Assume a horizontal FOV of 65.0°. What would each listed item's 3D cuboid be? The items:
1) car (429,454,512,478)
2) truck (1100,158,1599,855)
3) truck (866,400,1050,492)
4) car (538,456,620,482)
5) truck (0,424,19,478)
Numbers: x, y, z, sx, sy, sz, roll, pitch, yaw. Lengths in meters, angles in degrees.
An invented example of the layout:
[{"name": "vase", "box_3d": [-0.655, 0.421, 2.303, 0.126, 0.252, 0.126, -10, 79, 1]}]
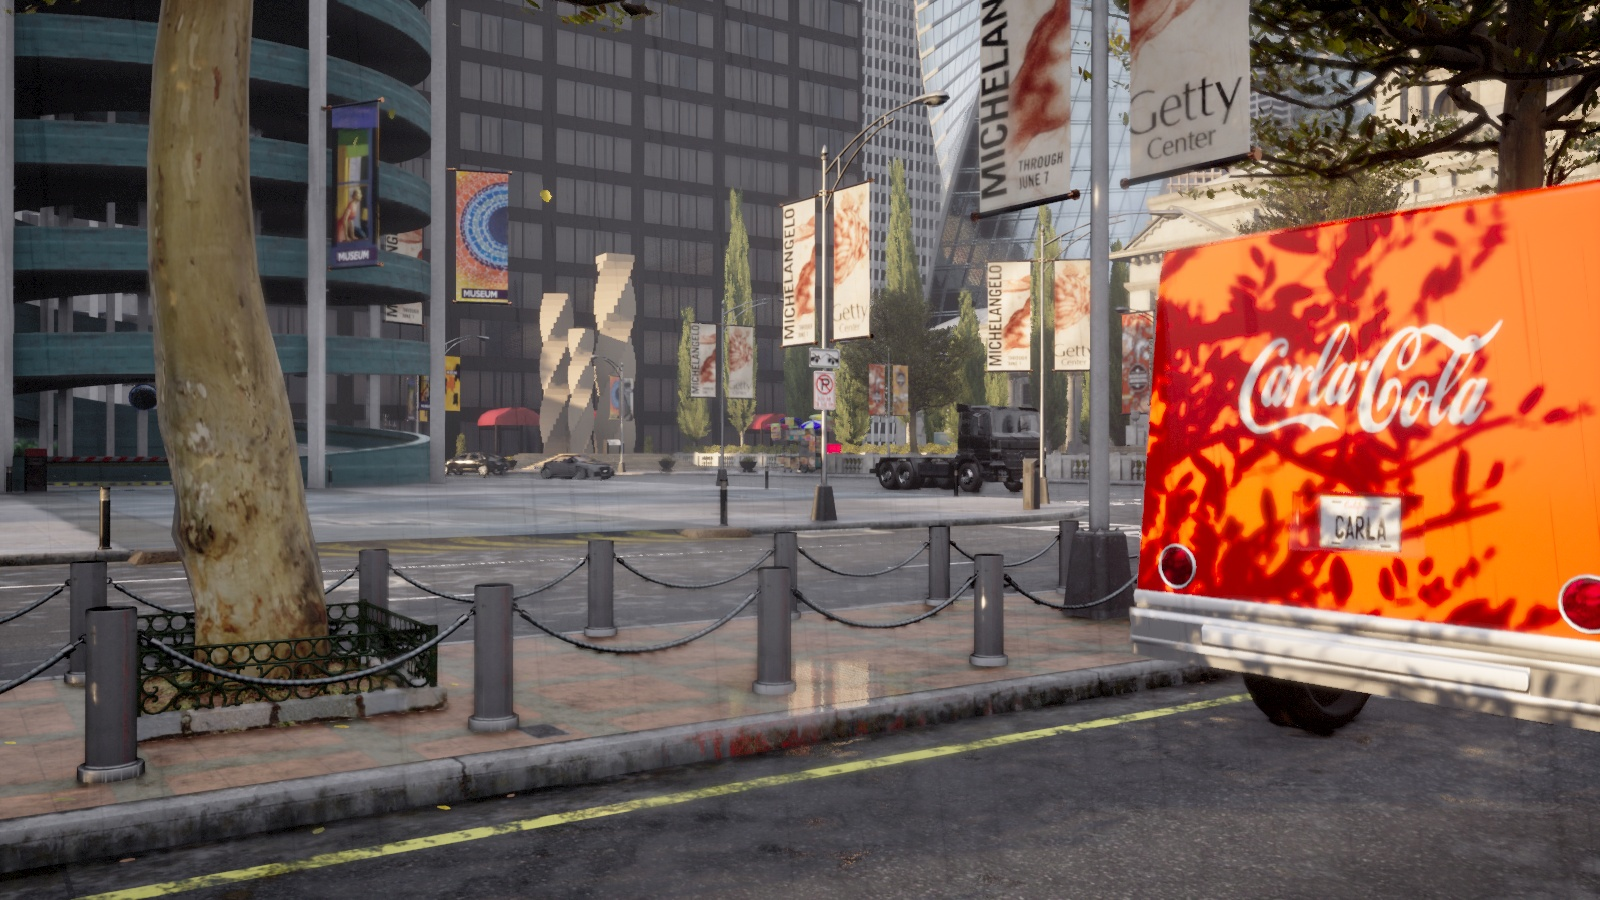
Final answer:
[{"name": "car", "box_3d": [-20.953, 0.989, 79.807, 4.892, 1.490, 1.837, 0, 0, 17]}, {"name": "truck", "box_3d": [4.408, 0.249, 6.730, 5.204, 2.467, 2.627, 1, -1, -35]}, {"name": "truck", "box_3d": [6.281, -0.125, 51.367, 2.891, 3.462, 7.936, 0, 0, -35]}, {"name": "car", "box_3d": [-11.962, 1.000, 67.886, 4.181, 1.385, 1.994, 0, 0, 34]}, {"name": "truck", "box_3d": [-53.884, 0.070, 78.941, 7.936, 3.462, 2.891, 0, 0, -27]}]
